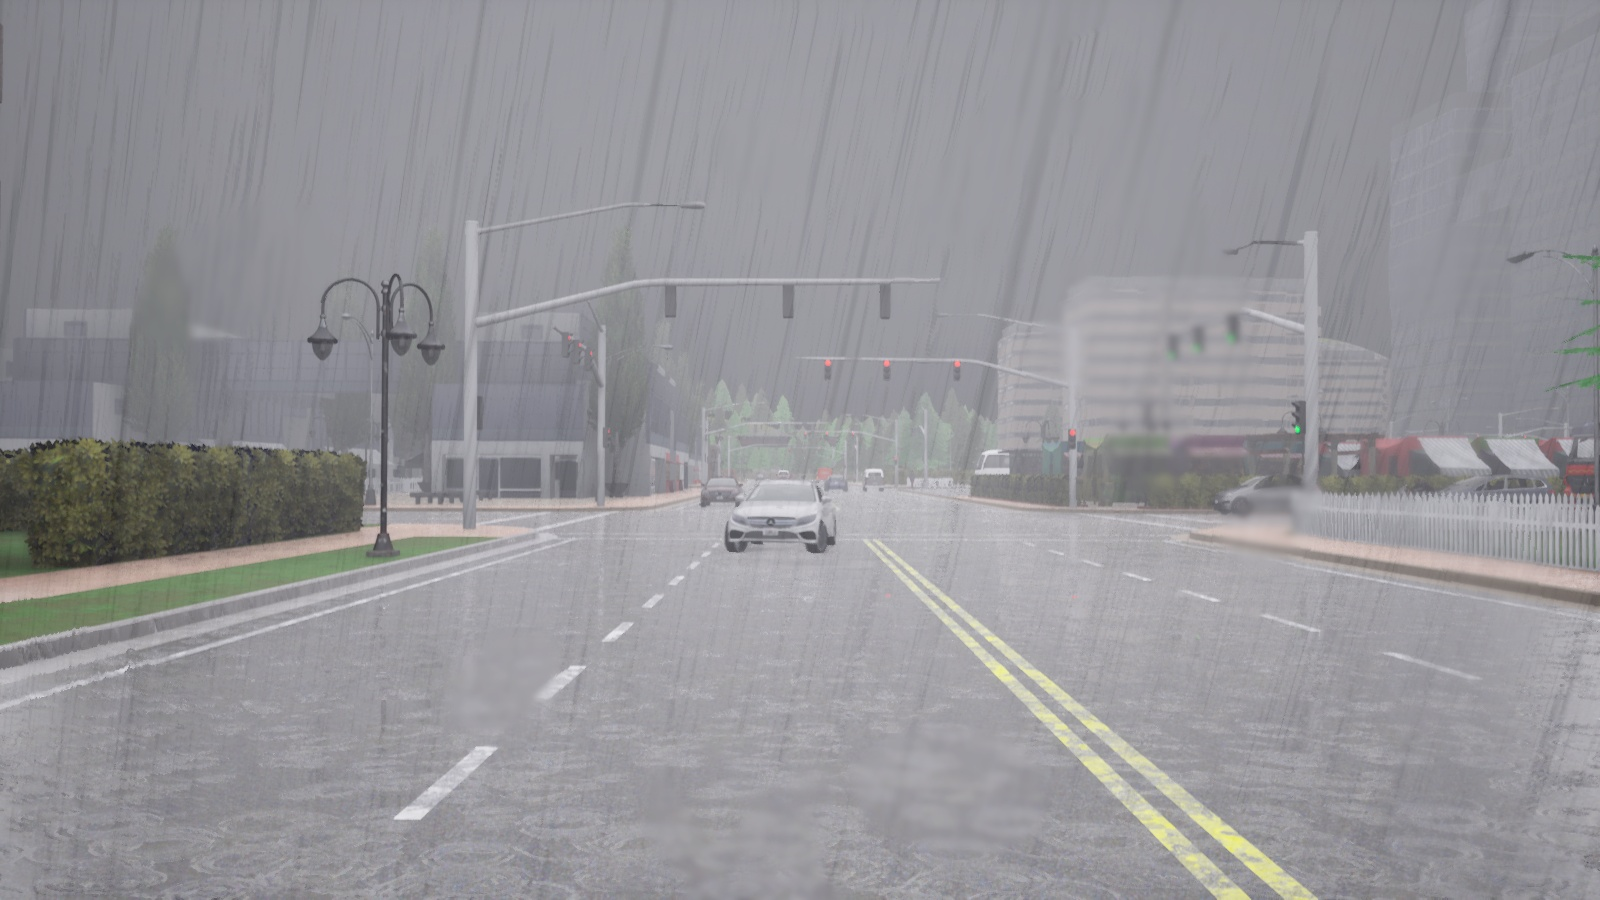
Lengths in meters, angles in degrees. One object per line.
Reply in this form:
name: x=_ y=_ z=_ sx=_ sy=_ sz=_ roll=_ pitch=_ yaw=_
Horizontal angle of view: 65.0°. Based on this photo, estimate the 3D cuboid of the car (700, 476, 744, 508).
car: x=-3.639 y=1.973 z=59.427 sx=1.812 sy=1.442 sz=4.674 roll=0 pitch=-1 yaw=0

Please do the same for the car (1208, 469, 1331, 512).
car: x=17.977 y=1.549 z=48.216 sx=3.988 sy=1.617 sz=1.851 roll=0 pitch=-1 yaw=-2

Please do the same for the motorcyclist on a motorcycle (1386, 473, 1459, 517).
motorcyclist on a motorcycle: x=22.210 y=1.605 z=44.830 sx=2.191 sy=1.530 sz=0.866 roll=0 pitch=-1 yaw=-2

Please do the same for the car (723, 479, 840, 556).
car: x=-0.280 y=1.336 z=26.189 sx=1.812 sy=1.442 sz=4.674 roll=0 pitch=-1 yaw=7

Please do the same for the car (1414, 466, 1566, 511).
car: x=26.551 y=1.465 z=48.456 sx=4.611 sy=1.667 sz=2.242 roll=0 pitch=-1 yaw=-2

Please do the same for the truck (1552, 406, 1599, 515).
truck: x=32.120 y=0.371 z=45.126 sx=8.468 sy=3.827 sz=2.891 roll=0 pitch=-1 yaw=-2
